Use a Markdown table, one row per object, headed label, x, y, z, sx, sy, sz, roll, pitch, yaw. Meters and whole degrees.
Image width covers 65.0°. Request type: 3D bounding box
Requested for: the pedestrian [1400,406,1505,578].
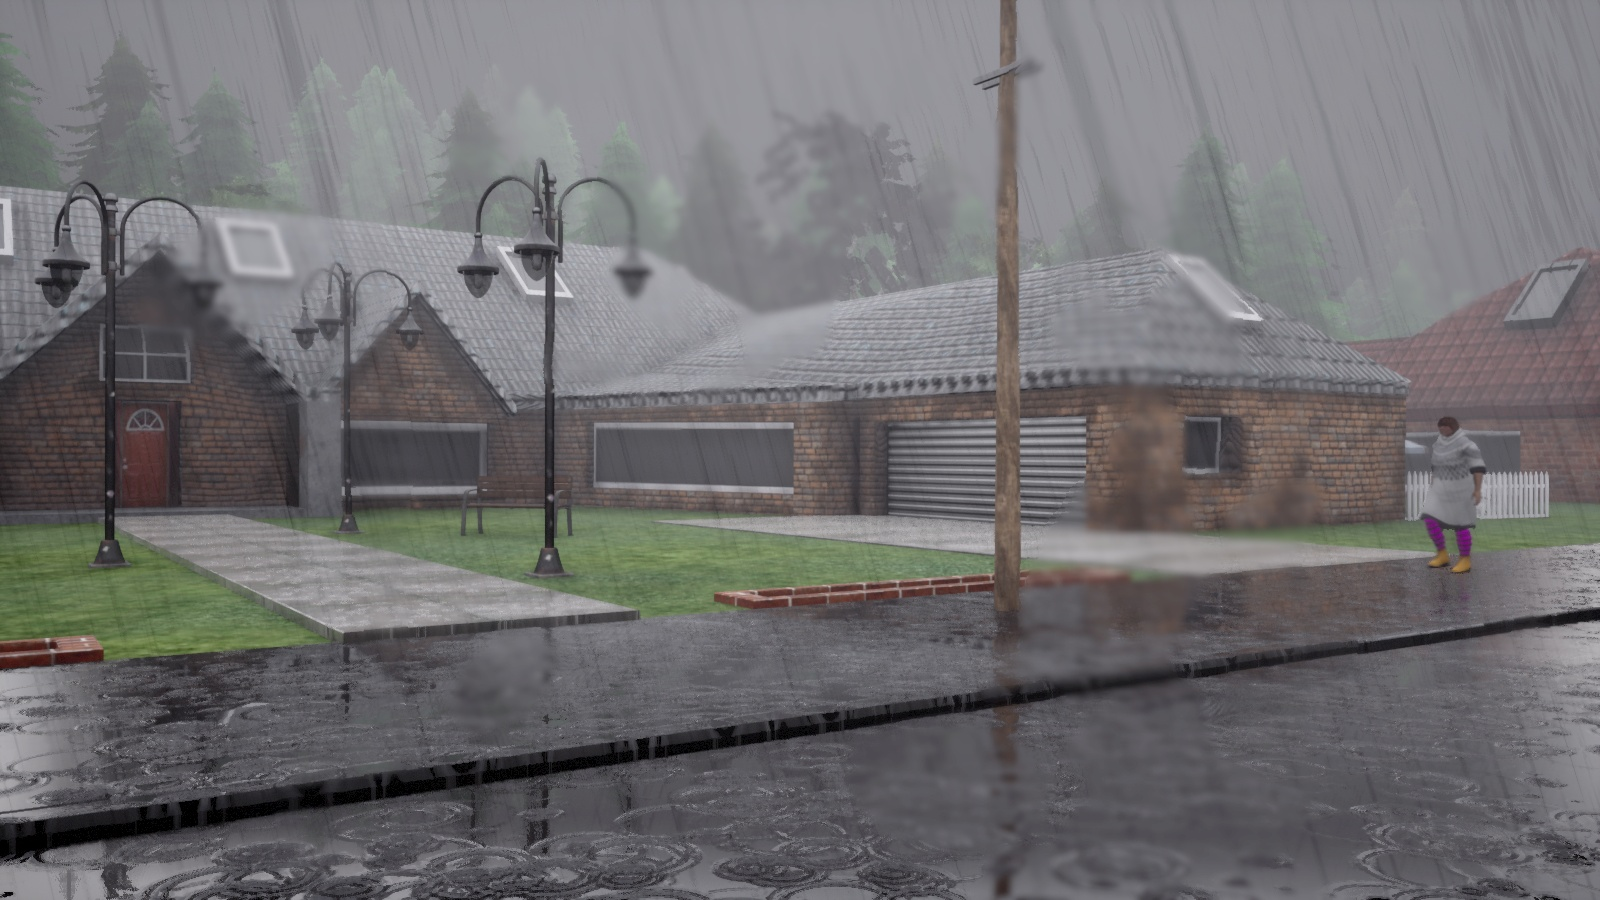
| label | x | y | z | sx | sy | sz | roll | pitch | yaw |
| --- | --- | --- | --- | --- | --- | --- | --- | --- | --- |
| pedestrian | 7.636 | 0.474 | 14.708 | 0.873 | 1.952 | 0.659 | 0 | 0 | -18 |
